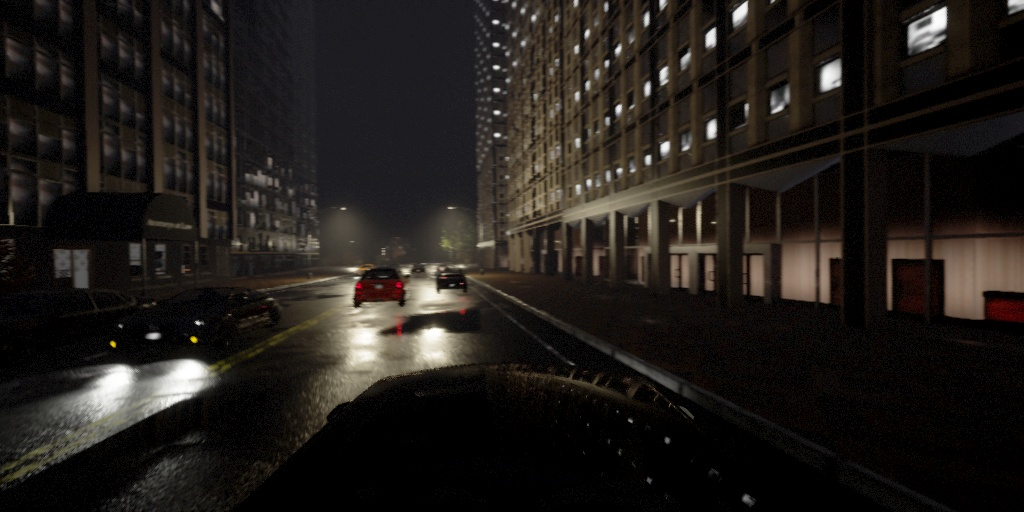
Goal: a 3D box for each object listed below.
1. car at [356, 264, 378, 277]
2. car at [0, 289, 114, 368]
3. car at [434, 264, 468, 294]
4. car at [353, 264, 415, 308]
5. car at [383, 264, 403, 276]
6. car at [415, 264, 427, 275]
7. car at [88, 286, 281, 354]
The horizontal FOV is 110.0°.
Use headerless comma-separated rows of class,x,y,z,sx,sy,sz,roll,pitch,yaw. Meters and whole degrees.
car,-19.345,1.888,48.093,1.882,1.535,5.008,-1,0,-12
car,-11.038,1.533,8.573,2.033,1.411,5.357,-1,0,-12
car,-3.866,1.467,22.678,2.128,1.511,4.902,-1,0,-12
car,-5.956,1.318,16.926,2.097,1.767,4.553,-1,0,-12
car,-16.250,1.845,49.173,1.882,1.535,5.008,-1,0,-12
car,-12.876,1.793,49.706,1.882,1.535,5.008,-1,0,-12
car,-7.896,1.505,9.437,1.994,1.385,4.181,-1,0,-12
